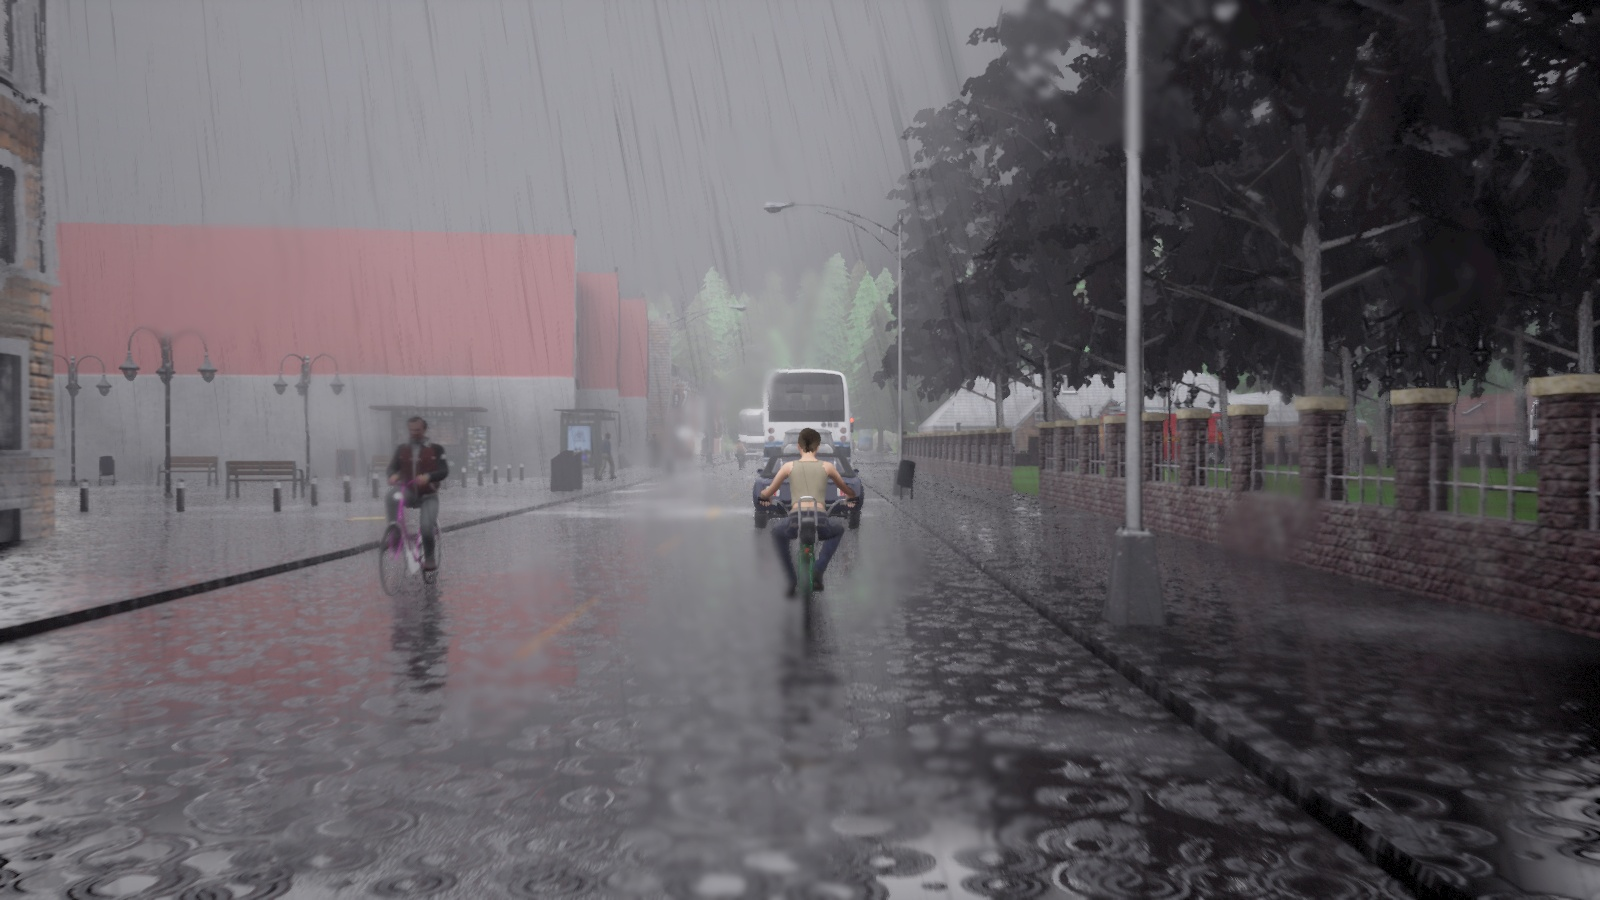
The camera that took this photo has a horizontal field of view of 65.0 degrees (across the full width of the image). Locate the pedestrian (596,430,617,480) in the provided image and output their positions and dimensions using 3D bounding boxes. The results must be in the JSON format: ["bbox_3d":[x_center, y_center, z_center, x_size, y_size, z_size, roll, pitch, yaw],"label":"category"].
[{"bbox_3d":[-7.169,0.188,46.601,0.370,1.835,0.726,0,0,39],"label":"pedestrian"}]

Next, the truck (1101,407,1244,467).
[{"bbox_3d":[24.224,-0.861,81.978,8.468,3.827,2.891,0,0,-1],"label":"truck"}]

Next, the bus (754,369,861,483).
[{"bbox_3d":[0.354,-0.921,51.770,3.944,4.253,10.273,0,0,1],"label":"bus"}]

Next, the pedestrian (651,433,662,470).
[{"bbox_3d":[-7.454,0.082,65.249,0.402,1.930,0.666,0,0,9],"label":"pedestrian"}]

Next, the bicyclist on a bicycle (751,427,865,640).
[{"bbox_3d":[0.068,0.625,10.263,0.866,1.612,1.509,0,0,1],"label":"bicyclist on a bicycle"}]

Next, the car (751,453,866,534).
[{"bbox_3d":[0.147,0.718,22.963,1.895,1.301,4.718,0,0,0],"label":"car"}]

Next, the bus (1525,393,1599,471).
[{"bbox_3d":[45.318,-0.988,69.974,3.944,4.253,10.273,0,0,0],"label":"bus"}]

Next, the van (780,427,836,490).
[{"bbox_3d":[0.279,0.263,42.033,1.775,1.987,4.442,0,0,0],"label":"van"}]

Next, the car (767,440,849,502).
[{"bbox_3d":[0.216,0.507,33.046,2.007,1.525,4.514,0,0,0],"label":"car"}]

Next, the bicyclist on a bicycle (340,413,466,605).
[{"bbox_3d":[-3.914,0.543,12.518,0.659,1.776,1.843,0,0,0],"label":"bicyclist on a bicycle"}]
